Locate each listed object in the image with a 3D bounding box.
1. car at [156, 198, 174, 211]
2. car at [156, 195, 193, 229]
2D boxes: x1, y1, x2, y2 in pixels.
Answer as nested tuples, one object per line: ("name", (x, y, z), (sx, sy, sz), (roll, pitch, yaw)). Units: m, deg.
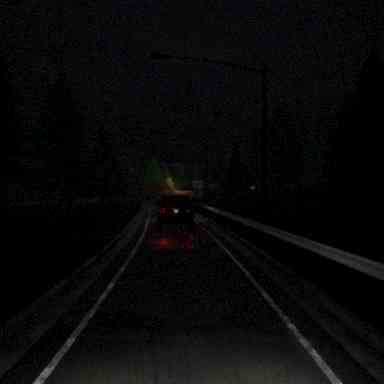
("car", (-3.390, 1.515, 41.528), (1.994, 1.385, 4.181), (0, 0, -7))
("car", (-1.163, 1.196, 21.703), (2.150, 2.045, 5.566), (0, 0, -5))
